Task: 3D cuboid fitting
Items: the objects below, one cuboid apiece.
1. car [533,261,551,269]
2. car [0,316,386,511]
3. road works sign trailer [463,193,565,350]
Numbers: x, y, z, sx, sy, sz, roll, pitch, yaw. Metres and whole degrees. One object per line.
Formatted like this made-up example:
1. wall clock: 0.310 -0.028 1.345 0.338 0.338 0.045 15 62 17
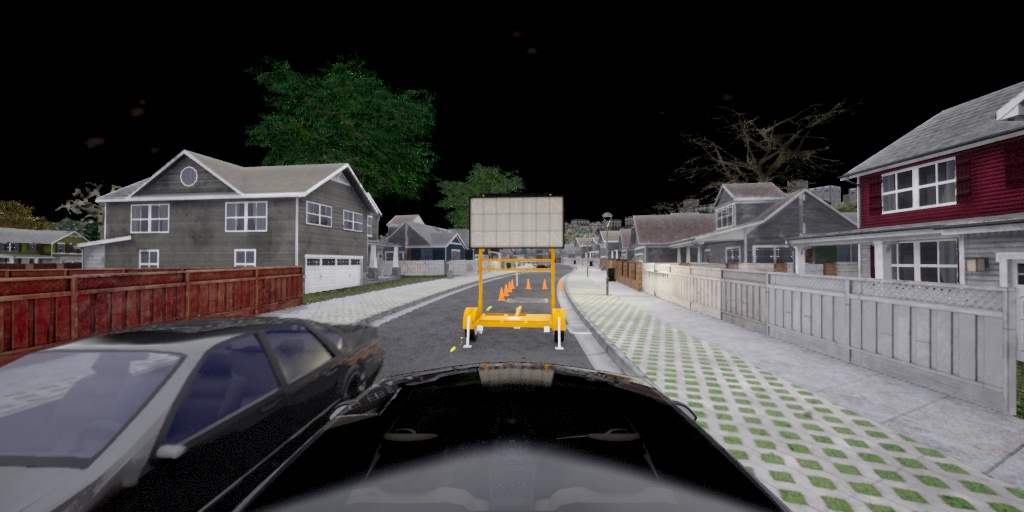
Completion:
1. car: 4.349 1.196 51.253 2.097 1.767 4.553 0 0 12
2. car: -2.780 1.298 2.972 2.033 1.411 5.357 0 0 1
3. road works sign trailer: 0.131 0.218 9.160 2.380 3.560 2.880 0 0 5
